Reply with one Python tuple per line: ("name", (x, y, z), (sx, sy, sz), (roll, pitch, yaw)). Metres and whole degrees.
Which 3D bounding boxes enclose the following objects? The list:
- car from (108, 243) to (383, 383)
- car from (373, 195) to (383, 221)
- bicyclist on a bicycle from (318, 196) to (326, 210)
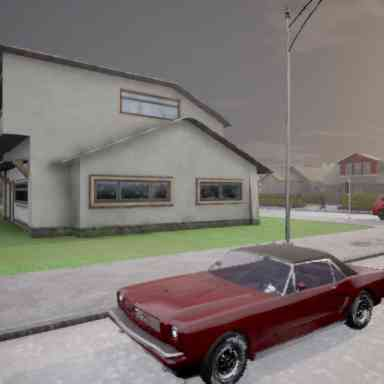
("car", (1.157, 1.601, 5.386), (4.718, 1.301, 1.895), (0, 0, -35))
("car", (16.288, 1.223, 24.457), (2.150, 2.045, 5.566), (0, 0, -28))
("bicyclist on a bicycle", (15.762, 1.349, 40.277), (1.656, 1.620, 0.582), (0, 0, -35))
